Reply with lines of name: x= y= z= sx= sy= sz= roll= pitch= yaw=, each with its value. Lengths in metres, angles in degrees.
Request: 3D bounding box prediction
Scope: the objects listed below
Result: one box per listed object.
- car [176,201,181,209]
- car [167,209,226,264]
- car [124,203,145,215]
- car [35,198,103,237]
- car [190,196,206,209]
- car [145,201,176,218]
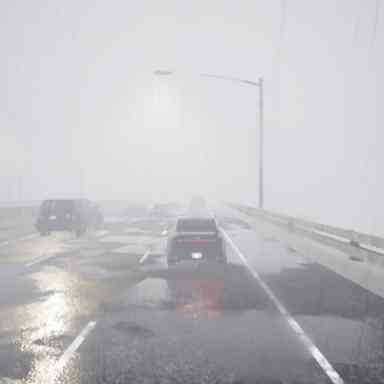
car: x=-2.673 y=1.952 z=48.904 sx=1.994 sy=1.385 sz=4.181 roll=0 pitch=0 yaw=2
car: x=0.155 y=1.596 z=12.115 sx=1.837 sy=1.490 sz=4.892 roll=0 pitch=0 yaw=0
car: x=-6.443 y=1.897 z=38.641 sx=1.895 sy=1.301 sz=4.718 roll=0 pitch=0 yaw=1
car: x=-6.783 y=1.362 z=18.984 sx=2.150 sy=2.045 sz=5.566 roll=0 pitch=0 yaw=1
car: x=0.840 y=1.616 z=49.543 sx=2.150 sy=2.045 sz=5.566 roll=0 pitch=-1 yaw=2
car: x=-3.057 y=1.800 z=33.374 sx=2.033 sy=1.411 sz=5.357 roll=0 pitch=-1 yaw=1
